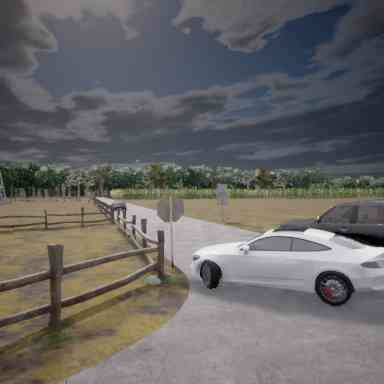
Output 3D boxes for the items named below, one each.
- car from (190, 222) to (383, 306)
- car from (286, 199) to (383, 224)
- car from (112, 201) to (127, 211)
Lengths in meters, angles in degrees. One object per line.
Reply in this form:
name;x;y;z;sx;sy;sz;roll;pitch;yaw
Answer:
car;2.185;1.615;8.135;4.674;1.442;1.812;-2;0;30
car;5.110;1.231;9.836;2.150;2.045;5.566;-2;0;-40
car;-10.884;1.988;49.471;2.033;1.411;5.357;-2;0;-18
